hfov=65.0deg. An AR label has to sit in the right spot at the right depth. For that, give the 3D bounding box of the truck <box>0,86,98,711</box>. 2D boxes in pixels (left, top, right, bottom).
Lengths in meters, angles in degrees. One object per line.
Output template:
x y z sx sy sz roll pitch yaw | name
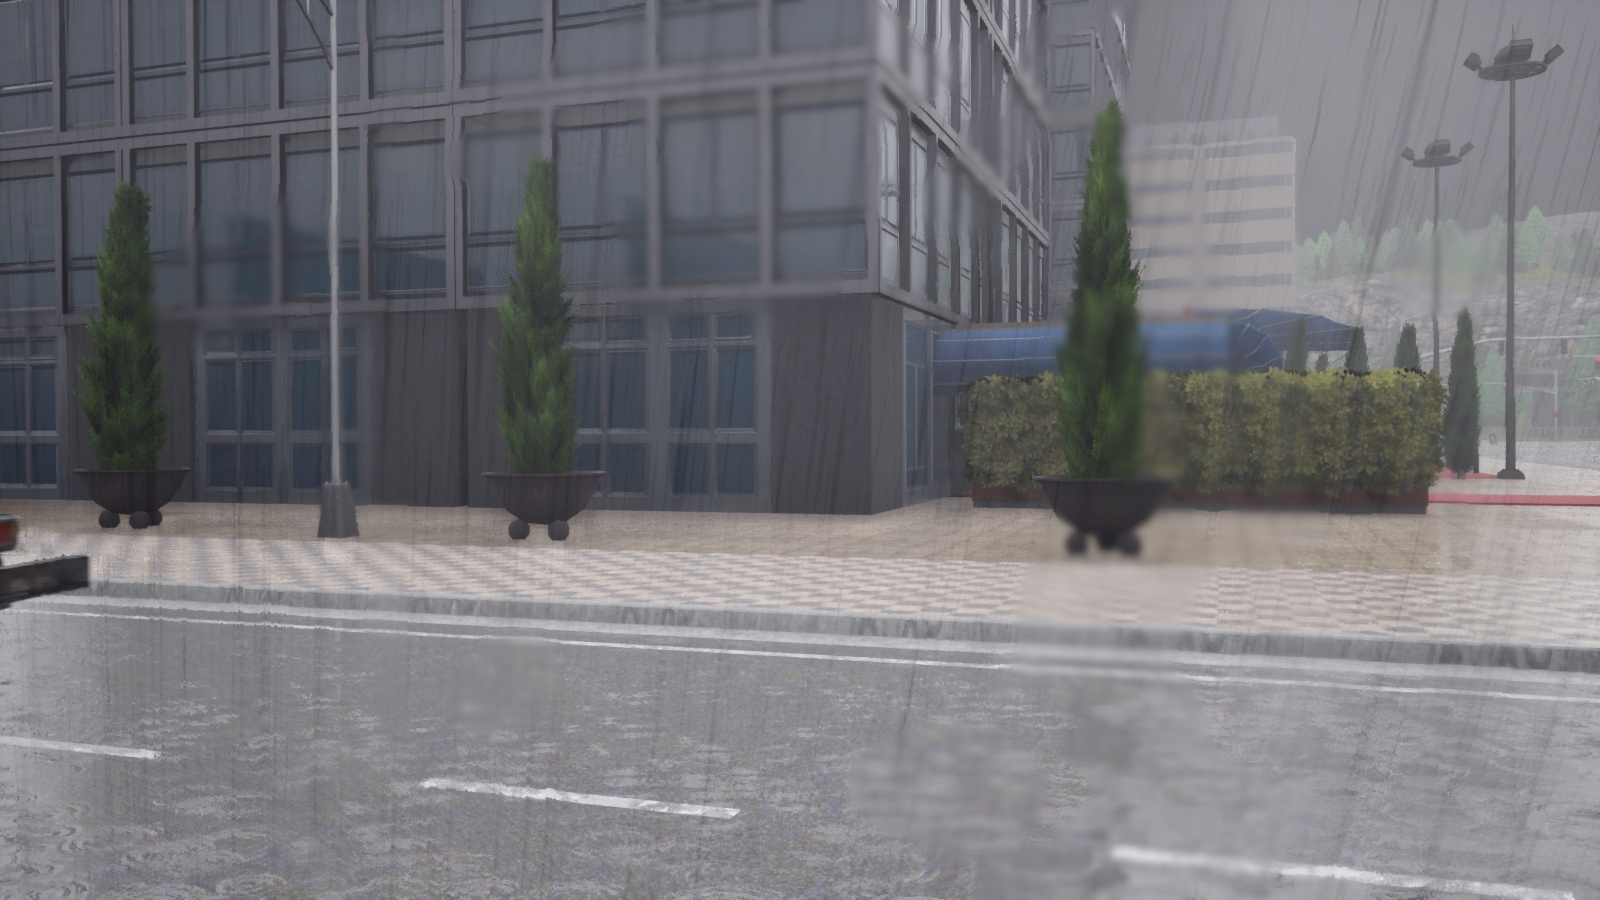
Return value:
-8.430 -0.293 6.629 7.936 3.462 2.891 0 1 4 | truck
